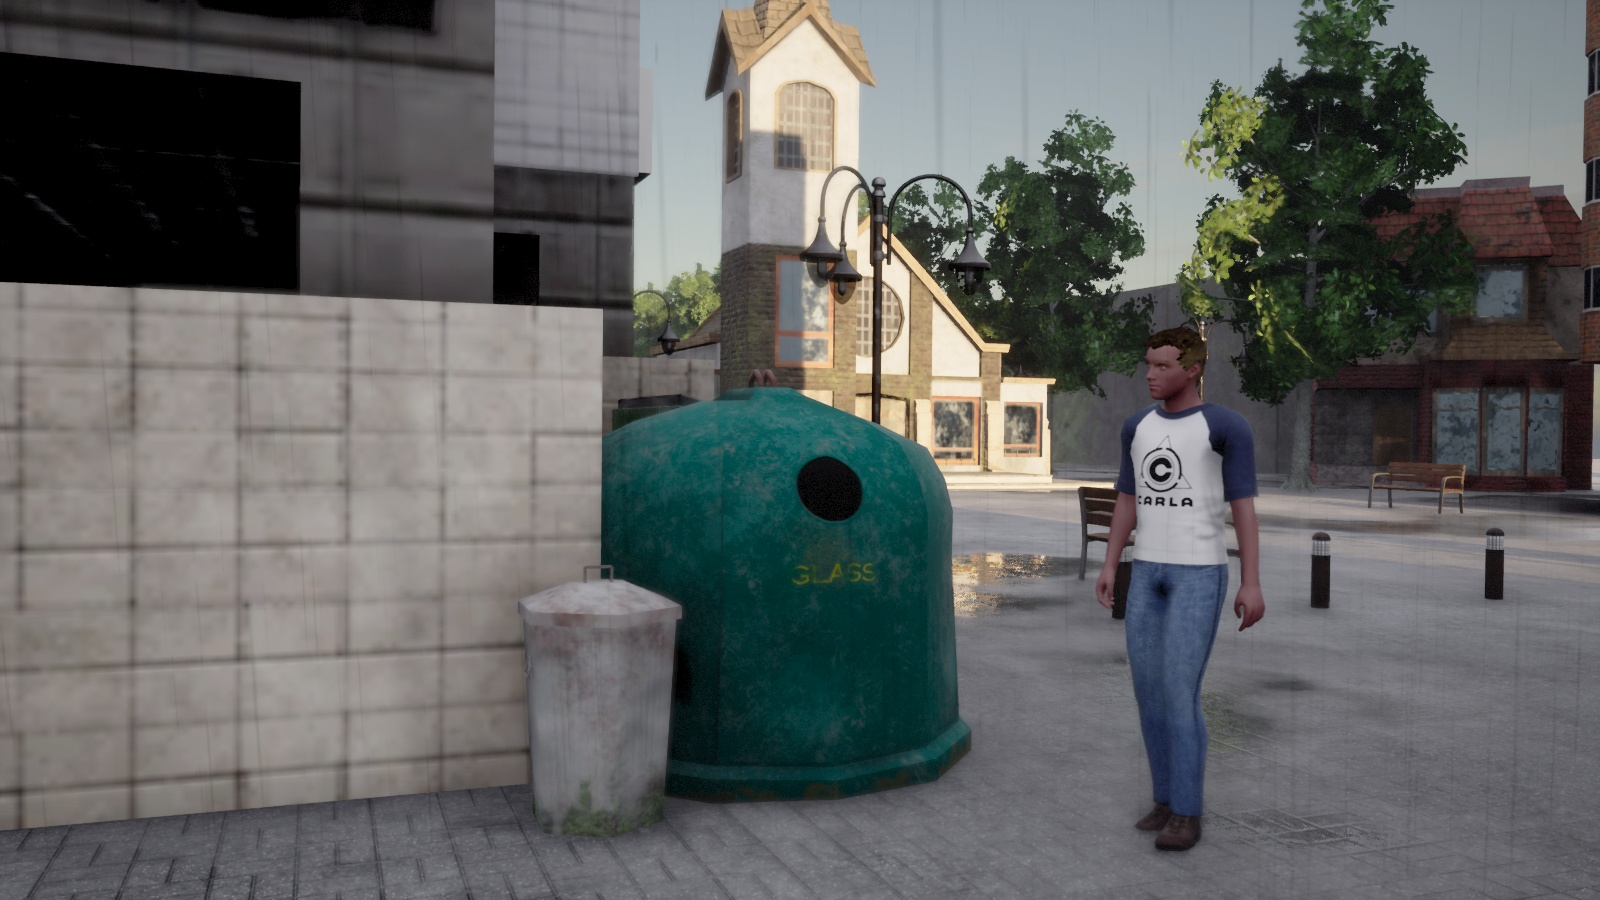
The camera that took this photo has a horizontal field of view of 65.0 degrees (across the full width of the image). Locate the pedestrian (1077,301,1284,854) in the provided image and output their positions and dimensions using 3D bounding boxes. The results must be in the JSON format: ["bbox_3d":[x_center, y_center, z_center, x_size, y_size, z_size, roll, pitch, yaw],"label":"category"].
[{"bbox_3d":[1.374,0.419,4.515,0.706,1.836,0.354,-1,1,-37],"label":"pedestrian"}]
